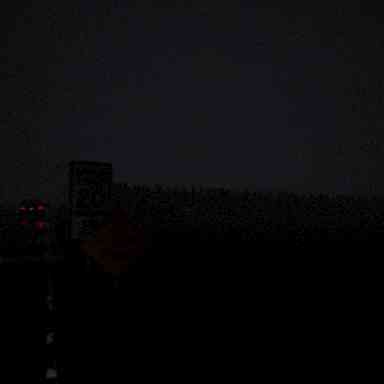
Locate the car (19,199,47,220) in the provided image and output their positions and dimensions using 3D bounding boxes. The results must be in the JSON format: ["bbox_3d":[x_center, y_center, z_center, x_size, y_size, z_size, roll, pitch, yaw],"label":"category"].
[{"bbox_3d":[-16.351,1.736,34.167,2.150,2.045,5.566,2,-1,-23],"label":"car"}]

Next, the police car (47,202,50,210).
[{"bbox_3d":[-26.875,2.376,60.447,1.930,1.638,5.238,2,-2,-24],"label":"police car"}]

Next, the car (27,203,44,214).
[{"bbox_3d":[-21.419,2.259,45.637,1.994,1.385,4.181,2,-1,-23],"label":"car"}]

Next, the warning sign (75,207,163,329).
[{"bbox_3d":[-1.341,1.246,5.994,1.300,1.860,1.060,3,-1,-24],"label":"warning sign"}]
